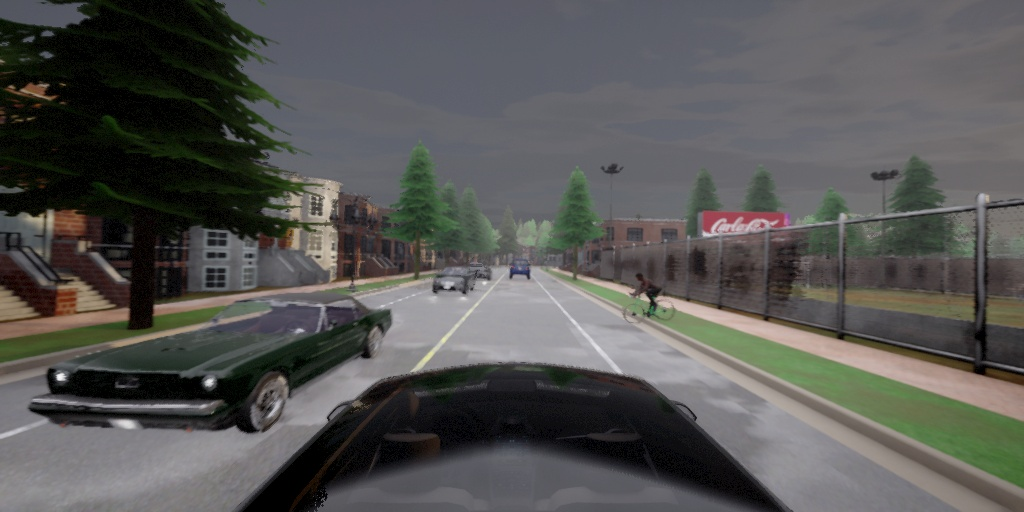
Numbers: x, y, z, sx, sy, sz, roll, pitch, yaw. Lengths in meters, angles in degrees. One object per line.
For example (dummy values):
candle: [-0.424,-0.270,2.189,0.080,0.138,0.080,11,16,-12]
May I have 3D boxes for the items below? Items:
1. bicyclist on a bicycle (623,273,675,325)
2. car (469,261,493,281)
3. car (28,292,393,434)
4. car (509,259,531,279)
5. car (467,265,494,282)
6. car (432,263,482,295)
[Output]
bicyclist on a bicycle: [4.315,1.339,11.453,1.656,1.620,0.582,-7,-1,1]
car: [-2.926,1.117,29.612,1.994,1.385,4.181,2,-1,1]
car: [-3.542,1.285,5.548,1.895,1.301,4.718,2,-1,1]
car: [0.857,1.375,38.452,2.150,2.045,5.566,2,-1,1]
car: [-2.912,1.557,33.776,1.994,1.385,4.181,2,-1,2]
car: [-3.220,1.341,20.592,2.128,1.511,4.902,2,-1,1]
